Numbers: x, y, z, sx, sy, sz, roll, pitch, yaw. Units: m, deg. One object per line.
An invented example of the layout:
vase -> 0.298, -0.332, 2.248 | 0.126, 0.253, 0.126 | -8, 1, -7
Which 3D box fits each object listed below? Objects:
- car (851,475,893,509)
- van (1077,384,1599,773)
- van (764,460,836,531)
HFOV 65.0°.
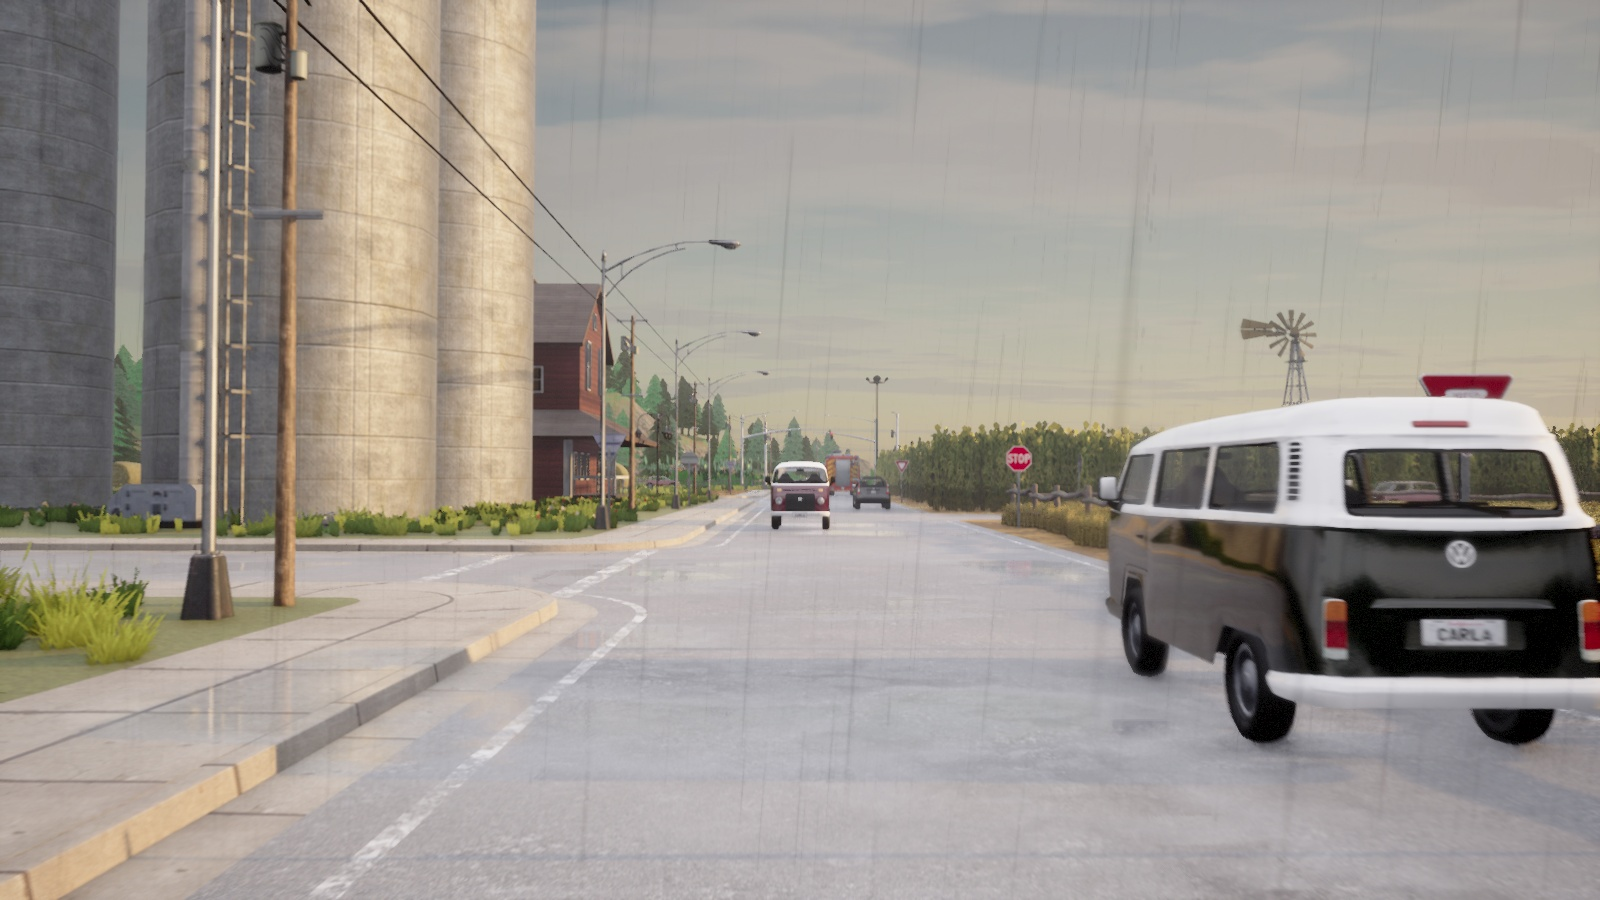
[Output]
car -> 3.548, 2.046, 62.335 | 1.851, 1.617, 3.988 | 0, -1, 0
van -> 3.487, 0.722, 8.852 | 2.069, 2.038, 4.480 | 0, -1, 0
van -> 0.047, 1.372, 38.426 | 2.069, 2.038, 4.480 | 0, -1, 1
